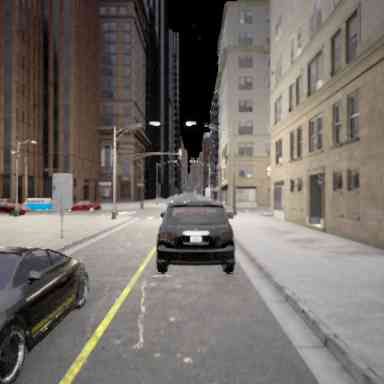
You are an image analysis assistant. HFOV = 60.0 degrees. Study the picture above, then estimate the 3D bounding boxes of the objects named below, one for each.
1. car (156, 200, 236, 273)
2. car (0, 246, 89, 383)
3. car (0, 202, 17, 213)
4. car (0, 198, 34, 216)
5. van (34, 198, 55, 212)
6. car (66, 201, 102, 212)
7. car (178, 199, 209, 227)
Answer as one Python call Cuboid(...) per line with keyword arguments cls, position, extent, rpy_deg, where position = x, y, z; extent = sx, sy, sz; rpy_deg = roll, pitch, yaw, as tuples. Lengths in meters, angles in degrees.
Cuboid(cls="car", position=(0.101, 1.255, 10.900), extent=(2.150, 2.045, 5.566), rpy_deg=(0, 0, 0))
Cuboid(cls="car", position=(-3.084, 1.579, 5.129), extent=(1.994, 1.385, 4.181), rpy_deg=(0, 0, 0))
Cuboid(cls="car", position=(-25.240, 2.018, 42.994), extent=(4.206, 1.307, 1.802), rpy_deg=(-1, 0, 0))
Cuboid(cls="car", position=(-19.639, 1.619, 34.448), extent=(5.009, 1.841, 2.192), rpy_deg=(-1, 0, 0))
Cuboid(cls="van", position=(-19.619, 1.709, 42.974), extent=(3.998, 1.788, 1.690), rpy_deg=(-1, 0, 0))
Cuboid(cls="car", position=(-13.992, 1.845, 42.956), extent=(4.507, 1.381, 1.887), rpy_deg=(-1, 0, 0))
Cuboid(cls="car", position=(0.090, 1.425, 24.092), extent=(2.097, 1.767, 4.553), rpy_deg=(0, 0, 0))
